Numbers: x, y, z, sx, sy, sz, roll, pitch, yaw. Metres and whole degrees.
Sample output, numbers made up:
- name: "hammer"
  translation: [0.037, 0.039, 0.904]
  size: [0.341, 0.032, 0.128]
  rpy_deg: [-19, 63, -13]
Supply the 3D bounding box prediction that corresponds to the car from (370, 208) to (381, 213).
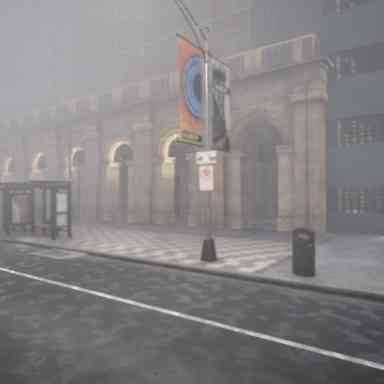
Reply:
- name: "car"
  translation: [12.626, 1.418, 18.592]
  size: [4.786, 1.482, 2.161]
  rpy_deg: [-1, 0, 35]
